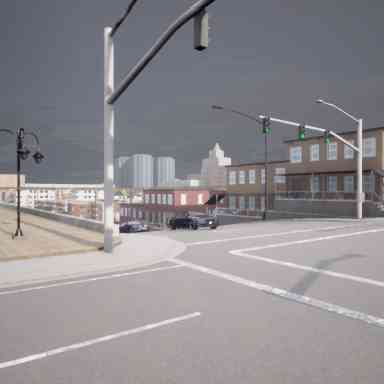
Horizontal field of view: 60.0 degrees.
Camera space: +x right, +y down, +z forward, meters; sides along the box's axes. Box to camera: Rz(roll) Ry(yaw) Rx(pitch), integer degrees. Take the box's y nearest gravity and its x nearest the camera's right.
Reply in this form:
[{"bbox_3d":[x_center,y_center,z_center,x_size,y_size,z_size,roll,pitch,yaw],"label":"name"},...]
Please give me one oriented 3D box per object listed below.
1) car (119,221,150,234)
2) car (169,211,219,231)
[{"bbox_3d":[-5.810,3.504,32.152,1.812,1.442,4.674,0,-12,-37],"label":"car"},{"bbox_3d":[0.061,2.054,24.187,1.994,1.385,4.181,0,-4,-36],"label":"car"}]
